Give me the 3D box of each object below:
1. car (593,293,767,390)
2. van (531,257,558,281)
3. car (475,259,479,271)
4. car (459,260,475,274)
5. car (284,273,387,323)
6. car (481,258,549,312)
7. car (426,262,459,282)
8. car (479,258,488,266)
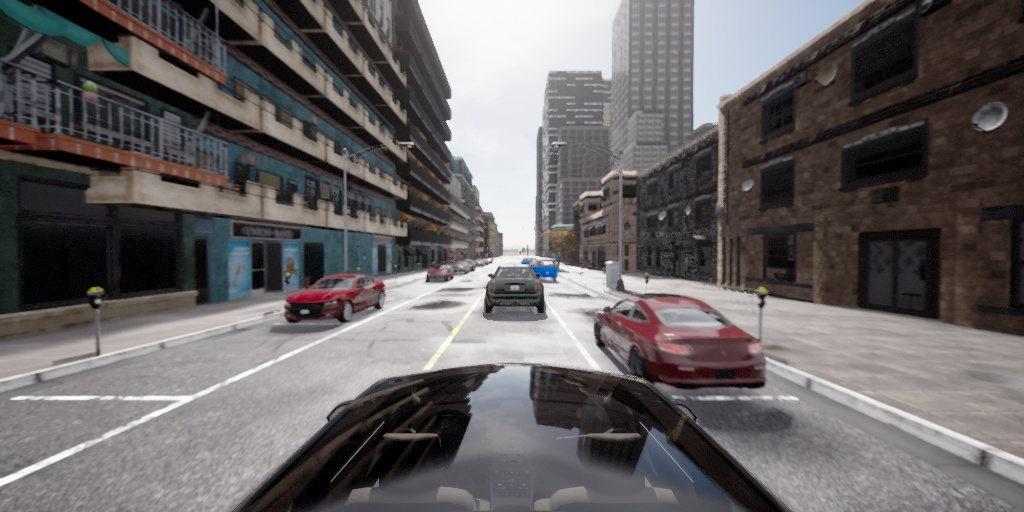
[{"bbox_3d":[2.688,1.331,6.576,1.802,1.307,4.207,0,0,0],"label":"car"},{"bbox_3d":[2.685,1.081,28.895,1.690,1.789,3.998,0,0,0],"label":"van"},{"bbox_3d":[-5.698,1.170,45.593,1.967,1.591,4.097,0,0,0],"label":"car"},{"bbox_3d":[-5.697,1.285,40.013,2.007,1.370,4.403,0,0,0],"label":"car"},{"bbox_3d":[-5.693,1.292,12.110,1.888,1.381,4.507,0,0,0],"label":"car"},{"bbox_3d":[0.097,1.098,14.297,2.097,1.767,4.553,0,0,0],"label":"car"},{"bbox_3d":[-5.696,1.322,28.851,1.802,1.307,4.207,0,0,0],"label":"car"},{"bbox_3d":[-5.700,1.263,62.334,2.007,1.370,4.403,0,0,0],"label":"car"}]
